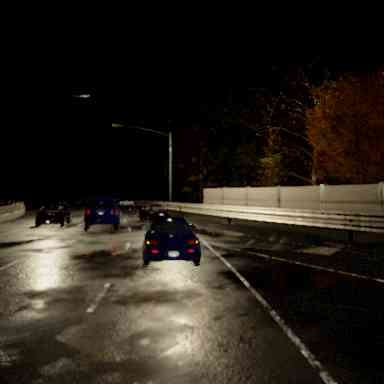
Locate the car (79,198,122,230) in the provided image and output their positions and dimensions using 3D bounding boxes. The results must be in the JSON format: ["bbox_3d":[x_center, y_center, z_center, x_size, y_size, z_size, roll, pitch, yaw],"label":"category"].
[{"bbox_3d":[-6.171,1.432,23.044,2.150,2.045,5.566,0,-1,-12],"label":"car"}]

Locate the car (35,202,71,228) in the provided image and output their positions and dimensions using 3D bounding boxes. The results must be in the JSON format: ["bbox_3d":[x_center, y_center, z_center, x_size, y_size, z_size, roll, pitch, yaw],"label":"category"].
[{"bbox_3d":[-10.114,1.730,24.425,1.837,1.490,4.892,0,-1,-13],"label":"car"}]

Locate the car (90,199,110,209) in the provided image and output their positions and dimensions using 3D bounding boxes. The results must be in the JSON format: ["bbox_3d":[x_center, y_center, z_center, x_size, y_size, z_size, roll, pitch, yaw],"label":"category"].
[{"bbox_3d":[-15.595,2.004,56.250,2.128,1.511,4.902,0,-1,-29],"label":"car"}]

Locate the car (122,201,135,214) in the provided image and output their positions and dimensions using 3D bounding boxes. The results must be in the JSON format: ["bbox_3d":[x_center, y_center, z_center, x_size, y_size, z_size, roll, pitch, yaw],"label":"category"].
[{"bbox_3d":[-7.968,1.860,40.568,2.128,1.511,4.902,0,-1,-21],"label":"car"}]

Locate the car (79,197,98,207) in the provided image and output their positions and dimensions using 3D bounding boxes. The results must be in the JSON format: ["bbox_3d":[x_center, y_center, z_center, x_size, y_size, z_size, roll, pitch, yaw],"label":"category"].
[{"bbox_3d":[-19.522,1.923,62.699,2.097,1.767,4.553,0,-1,-34],"label":"car"}]

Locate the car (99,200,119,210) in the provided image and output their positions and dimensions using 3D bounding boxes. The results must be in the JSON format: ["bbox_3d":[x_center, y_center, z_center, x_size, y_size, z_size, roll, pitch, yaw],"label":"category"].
[{"bbox_3d":[-12.781,1.969,51.028,1.837,1.490,4.892,0,-1,-27],"label":"car"}]

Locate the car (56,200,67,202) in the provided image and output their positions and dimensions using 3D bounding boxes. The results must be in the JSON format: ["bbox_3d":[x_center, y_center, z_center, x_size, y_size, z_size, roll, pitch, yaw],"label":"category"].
[{"bbox_3d":[-18.737,1.914,47.583,1.882,1.535,5.008,0,-1,-27],"label":"car"}]

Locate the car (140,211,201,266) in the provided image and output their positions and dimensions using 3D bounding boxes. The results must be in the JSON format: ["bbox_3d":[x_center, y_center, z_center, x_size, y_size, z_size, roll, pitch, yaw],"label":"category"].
[{"bbox_3d":[-0.793,1.634,11.877,1.812,1.442,4.674,0,0,-6],"label":"car"}]

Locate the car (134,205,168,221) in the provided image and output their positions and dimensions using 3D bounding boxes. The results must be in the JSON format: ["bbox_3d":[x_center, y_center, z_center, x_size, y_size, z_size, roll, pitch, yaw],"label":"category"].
[{"bbox_3d":[-3.233,1.821,28.370,1.994,1.385,4.181,0,0,-23],"label":"car"}]

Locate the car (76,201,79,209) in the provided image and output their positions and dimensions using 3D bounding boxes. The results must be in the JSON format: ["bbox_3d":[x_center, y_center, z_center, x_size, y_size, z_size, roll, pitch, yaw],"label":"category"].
[{"bbox_3d":[-16.658,1.972,51.143,1.837,1.490,4.892,1,-1,-28],"label":"car"}]
